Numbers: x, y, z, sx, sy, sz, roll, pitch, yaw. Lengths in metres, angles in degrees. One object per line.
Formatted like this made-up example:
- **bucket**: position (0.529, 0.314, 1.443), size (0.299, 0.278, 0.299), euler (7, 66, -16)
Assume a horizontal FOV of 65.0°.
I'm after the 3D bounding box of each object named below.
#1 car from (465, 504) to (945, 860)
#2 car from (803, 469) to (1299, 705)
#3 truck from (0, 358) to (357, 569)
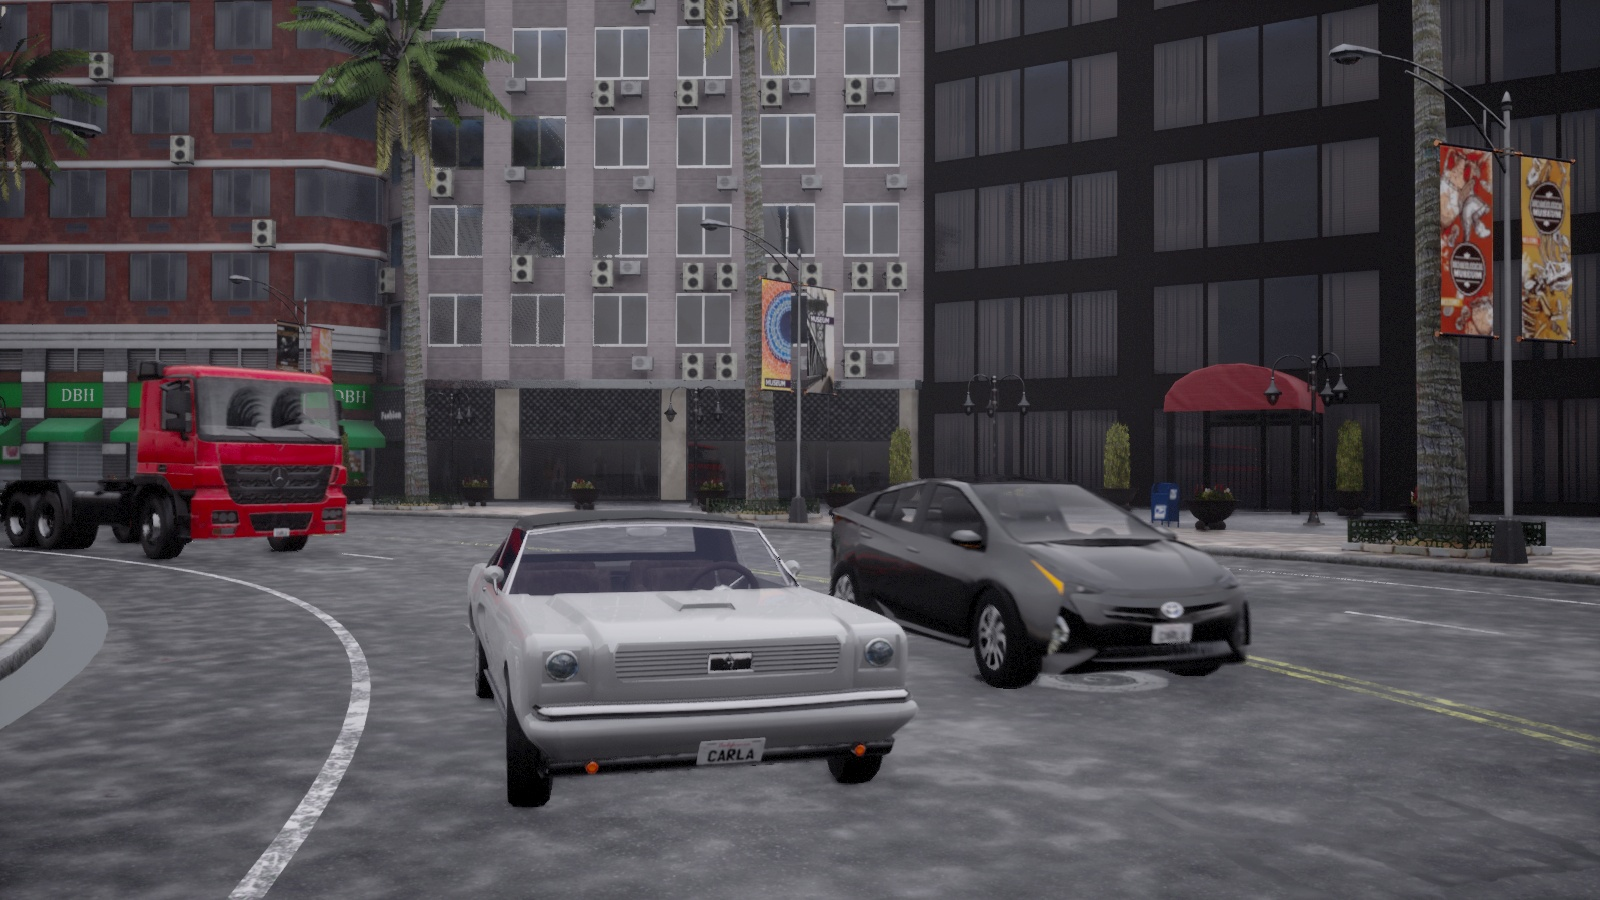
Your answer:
- **car**: position (-0.954, 1.046, 7.616), size (1.895, 1.301, 4.718), euler (0, -1, -17)
- **car**: position (1.775, 0.932, 10.627), size (2.007, 1.525, 4.514), euler (0, -1, -21)
- **truck**: position (-12.173, 0.284, 24.012), size (7.936, 3.462, 2.891), euler (-1, -1, 35)
